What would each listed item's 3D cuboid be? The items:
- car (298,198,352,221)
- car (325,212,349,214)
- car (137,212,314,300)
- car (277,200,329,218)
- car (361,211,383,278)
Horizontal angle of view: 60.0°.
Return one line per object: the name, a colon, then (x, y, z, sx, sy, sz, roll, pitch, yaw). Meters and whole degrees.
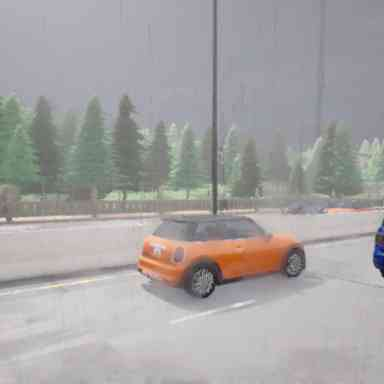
car: (11.623, 1.474, 29.038, 4.553, 1.767, 2.097, 0, 0, -32)
car: (11.665, 1.463, 24.919, 4.553, 1.767, 2.097, 0, 0, -32)
car: (0.955, 1.377, 8.734, 4.553, 1.767, 2.097, 0, 0, -35)
car: (10.964, 1.620, 32.769, 4.902, 1.511, 2.128, 0, 0, -31)
car: (6.950, 1.271, 8.703, 5.566, 2.045, 2.150, 0, 0, -35)
